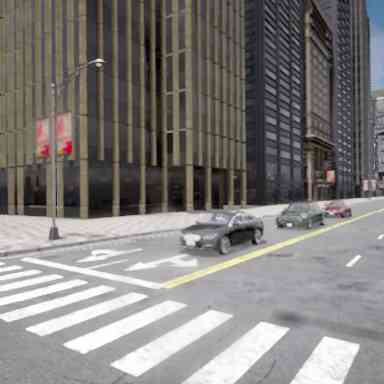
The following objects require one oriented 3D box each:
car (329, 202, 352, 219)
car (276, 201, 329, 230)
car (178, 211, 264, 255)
[{"bbox_3d":[13.593,1.637,31.025,1.812,1.442,4.674,-1,0,36],"label":"car"},{"bbox_3d":[7.300,1.454,22.280,2.097,1.767,4.553,-1,-1,36],"label":"car"},{"bbox_3d":[1.374,1.585,14.029,2.128,1.511,4.902,-1,0,36],"label":"car"}]
